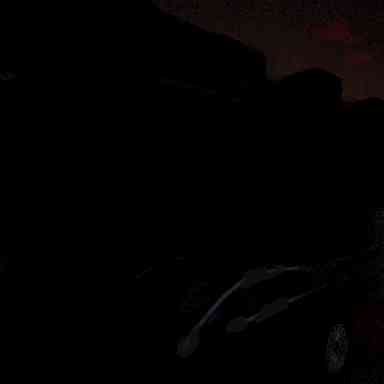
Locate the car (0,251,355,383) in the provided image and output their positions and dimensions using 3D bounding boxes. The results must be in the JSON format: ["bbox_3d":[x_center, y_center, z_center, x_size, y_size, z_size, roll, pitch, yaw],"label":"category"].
[{"bbox_3d":[0.157,1.540,3.861,4.902,1.511,2.128,0,-1,-42],"label":"car"}]
